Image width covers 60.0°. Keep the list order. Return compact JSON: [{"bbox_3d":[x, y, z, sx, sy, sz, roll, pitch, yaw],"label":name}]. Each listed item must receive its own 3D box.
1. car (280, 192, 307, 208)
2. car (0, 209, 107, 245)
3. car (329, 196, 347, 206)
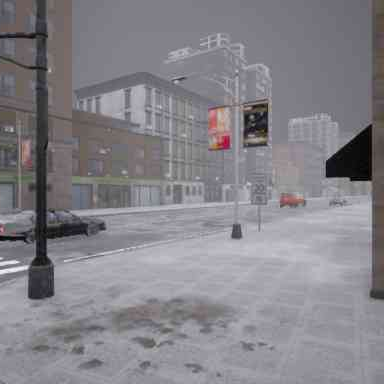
[{"bbox_3d":[13.443,1.065,44.031,2.150,2.045,5.566,0,0,35],"label":"car"},{"bbox_3d":[-6.554,1.500,15.404,2.033,1.411,5.357,0,0,35],"label":"car"},{"bbox_3d":[22.646,1.376,51.516,2.033,1.411,5.357,0,0,34],"label":"car"}]
